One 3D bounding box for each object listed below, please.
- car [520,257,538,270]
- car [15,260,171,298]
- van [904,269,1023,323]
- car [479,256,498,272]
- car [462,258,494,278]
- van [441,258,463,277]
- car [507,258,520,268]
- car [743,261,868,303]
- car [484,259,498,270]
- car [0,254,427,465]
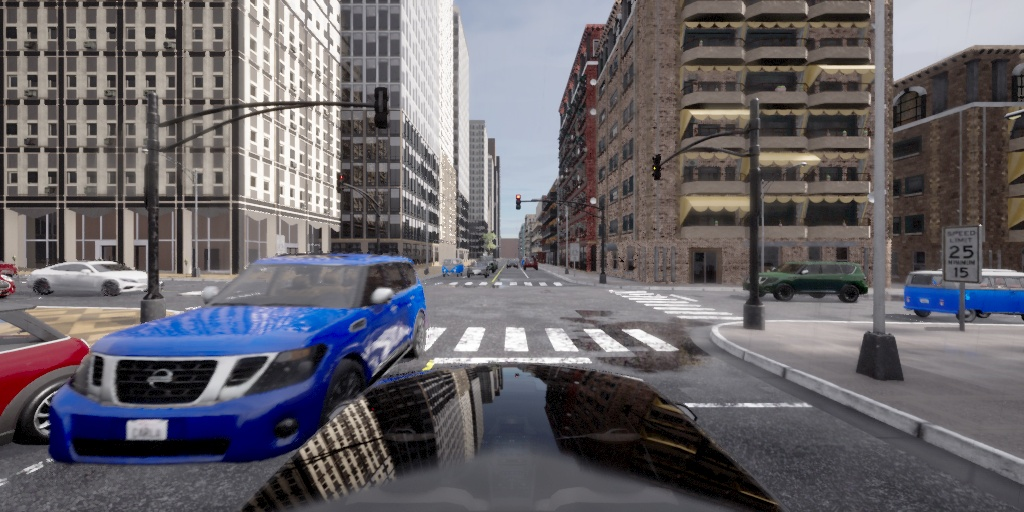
[{"bbox_3d":[2.652,1.079,51.483,2.192,1.841,5.009,0,0,0],"label":"car"},{"bbox_3d":[-18.147,0.958,15.699,4.674,1.442,1.812,1,0,0],"label":"car"},{"bbox_3d":[16.904,1.453,13.083,3.998,1.789,1.690,0,0,0],"label":"van"},{"bbox_3d":[-3.131,0.982,43.850,2.150,2.045,5.566,0,0,0],"label":"car"},{"bbox_3d":[-3.126,1.247,33.957,2.128,1.511,4.902,0,0,0],"label":"car"},{"bbox_3d":[-5.715,1.097,34.823,1.690,1.789,3.998,0,0,0],"label":"van"},{"bbox_3d":[0.056,1.370,59.898,1.895,1.301,4.718,0,0,0],"label":"car"},{"bbox_3d":[15.446,1.297,19.004,5.566,2.045,2.150,1,0,0],"label":"car"},{"bbox_3d":[-3.126,1.244,54.166,1.882,1.535,5.008,0,0,0],"label":"car"},{"bbox_3d":[-2.810,0.976,5.466,2.150,2.045,5.566,1,0,-1],"label":"car"}]
